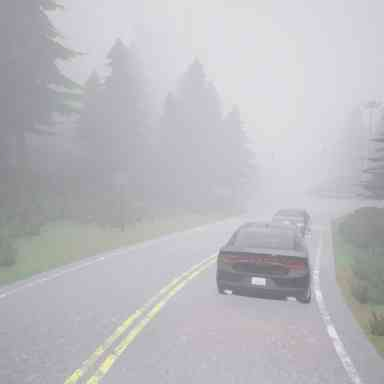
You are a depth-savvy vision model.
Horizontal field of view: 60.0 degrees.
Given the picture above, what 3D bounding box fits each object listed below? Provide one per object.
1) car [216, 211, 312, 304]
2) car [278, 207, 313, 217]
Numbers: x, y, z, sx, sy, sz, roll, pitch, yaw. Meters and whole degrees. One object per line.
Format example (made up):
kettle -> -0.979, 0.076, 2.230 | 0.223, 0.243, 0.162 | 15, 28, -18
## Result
car -> 1.957, 1.483, 8.436 | 1.882, 1.535, 5.008 | 1, 0, 17
car -> 5.397, 1.539, 17.925 | 2.033, 1.411, 5.357 | 2, 1, 22
